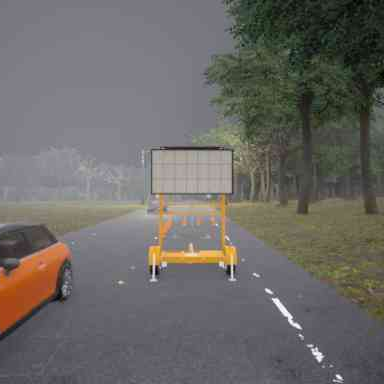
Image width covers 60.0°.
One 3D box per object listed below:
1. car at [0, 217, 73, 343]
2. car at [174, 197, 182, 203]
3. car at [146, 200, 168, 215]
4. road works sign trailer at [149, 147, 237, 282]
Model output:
[{"bbox_3d":[-3.606,1.355,5.277,2.097,1.767,4.553,0,0,0],"label":"car"},{"bbox_3d":[-3.604,2.040,86.394,1.994,1.385,4.181,0,-1,0],"label":"car"},{"bbox_3d":[-3.643,1.575,35.366,1.812,1.442,4.674,0,0,0],"label":"car"},{"bbox_3d":[0.000,0.473,9.822,2.380,3.560,2.880,0,0,-1],"label":"road works sign trailer"}]
